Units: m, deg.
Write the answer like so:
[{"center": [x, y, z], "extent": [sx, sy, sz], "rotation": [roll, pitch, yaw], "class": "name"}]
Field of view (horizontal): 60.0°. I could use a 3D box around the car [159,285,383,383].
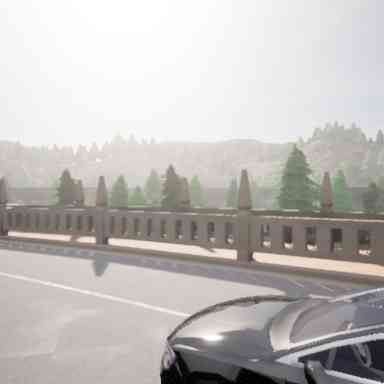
[{"center": [1.916, 1.475, 2.434], "extent": [4.902, 1.511, 2.128], "rotation": [0, 0, 36], "class": "car"}]
